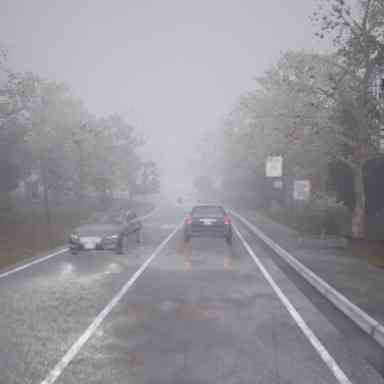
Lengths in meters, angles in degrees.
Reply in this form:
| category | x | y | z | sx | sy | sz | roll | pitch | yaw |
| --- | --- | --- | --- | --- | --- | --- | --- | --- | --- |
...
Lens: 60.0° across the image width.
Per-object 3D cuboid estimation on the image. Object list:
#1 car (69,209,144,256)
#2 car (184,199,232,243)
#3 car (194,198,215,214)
| category | x | y | z | sx | sy | sz | roll | pitch | yaw |
| --- | --- | --- | --- | --- | --- | --- | --- | --- | --- |
| car | -3.124 | 1.446 | 12.995 | 2.128 | 1.511 | 4.902 | 0 | 0 | 3 |
| car | 0.777 | 1.325 | 16.227 | 2.097 | 1.767 | 4.553 | 0 | 0 | 3 |
| car | 1.291 | 1.465 | 36.306 | 2.033 | 1.411 | 5.357 | 0 | 0 | -1 |
